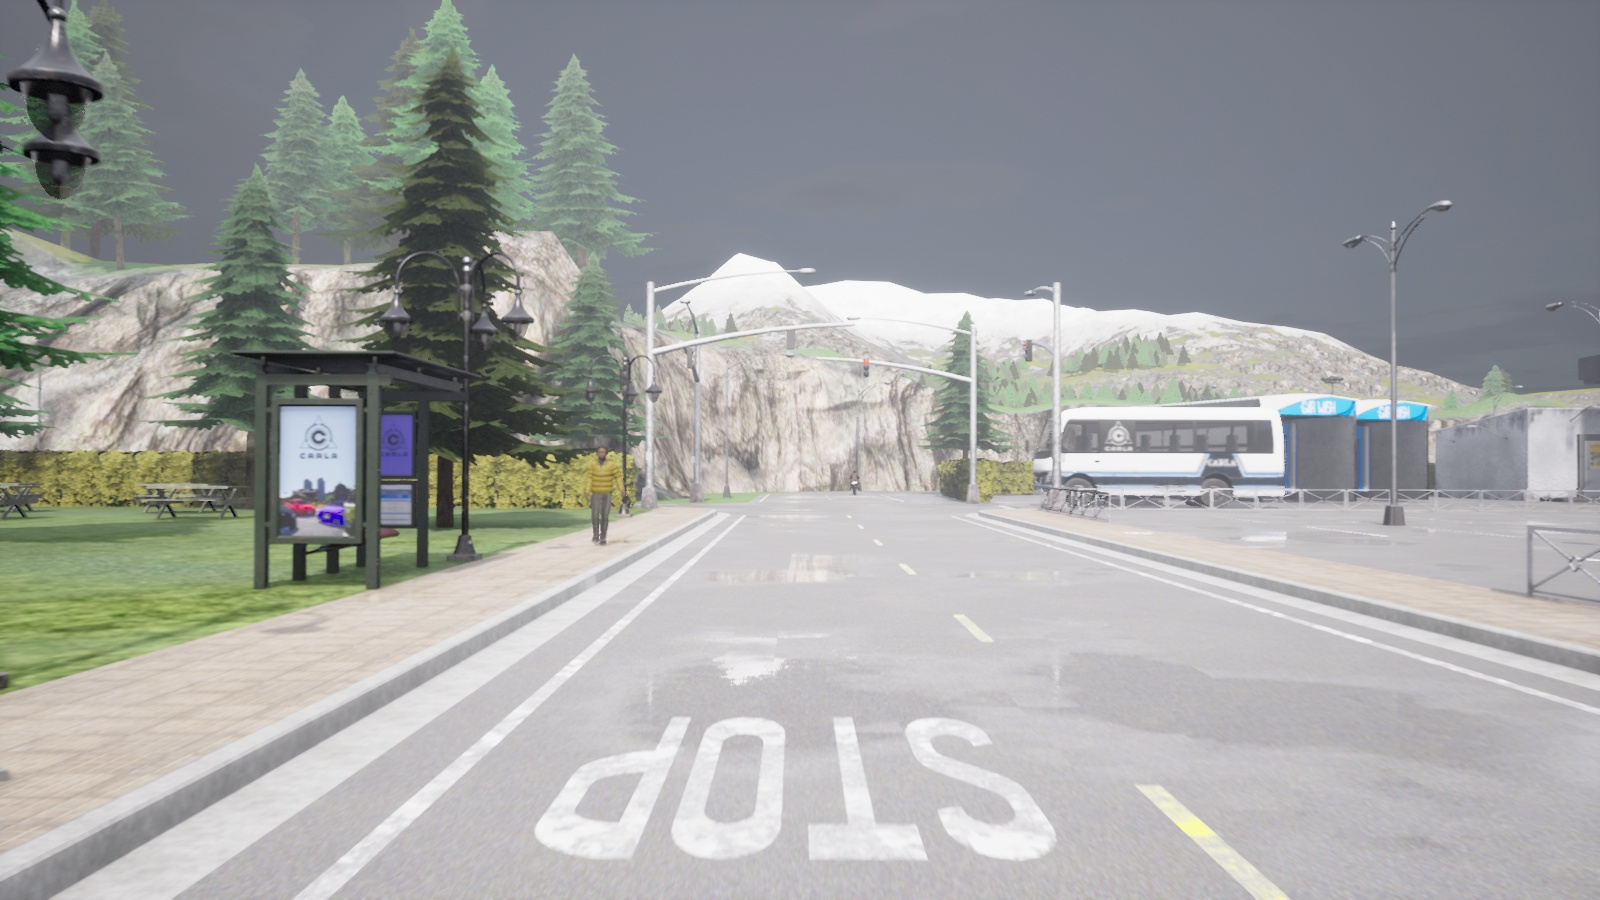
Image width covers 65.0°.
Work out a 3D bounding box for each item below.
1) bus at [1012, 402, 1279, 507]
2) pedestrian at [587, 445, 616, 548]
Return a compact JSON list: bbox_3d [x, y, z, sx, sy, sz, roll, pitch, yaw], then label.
[{"bbox_3d":[14.466,0.205,53.421,10.273,4.253,3.944,0,-1,1],"label":"bus"},{"bbox_3d":[-3.596,0.837,22.797,0.431,1.840,0.709,0,-1,-2],"label":"pedestrian"}]
